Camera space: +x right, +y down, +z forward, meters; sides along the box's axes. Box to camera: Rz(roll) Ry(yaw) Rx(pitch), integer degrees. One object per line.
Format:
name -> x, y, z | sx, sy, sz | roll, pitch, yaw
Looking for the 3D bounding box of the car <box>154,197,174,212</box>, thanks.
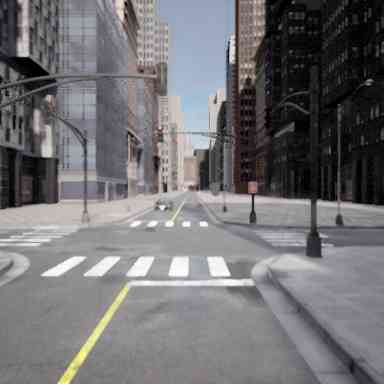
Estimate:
car -> -2.988, 1.336, 35.983 | 2.128, 1.511, 4.902 | 0, 1, 0
